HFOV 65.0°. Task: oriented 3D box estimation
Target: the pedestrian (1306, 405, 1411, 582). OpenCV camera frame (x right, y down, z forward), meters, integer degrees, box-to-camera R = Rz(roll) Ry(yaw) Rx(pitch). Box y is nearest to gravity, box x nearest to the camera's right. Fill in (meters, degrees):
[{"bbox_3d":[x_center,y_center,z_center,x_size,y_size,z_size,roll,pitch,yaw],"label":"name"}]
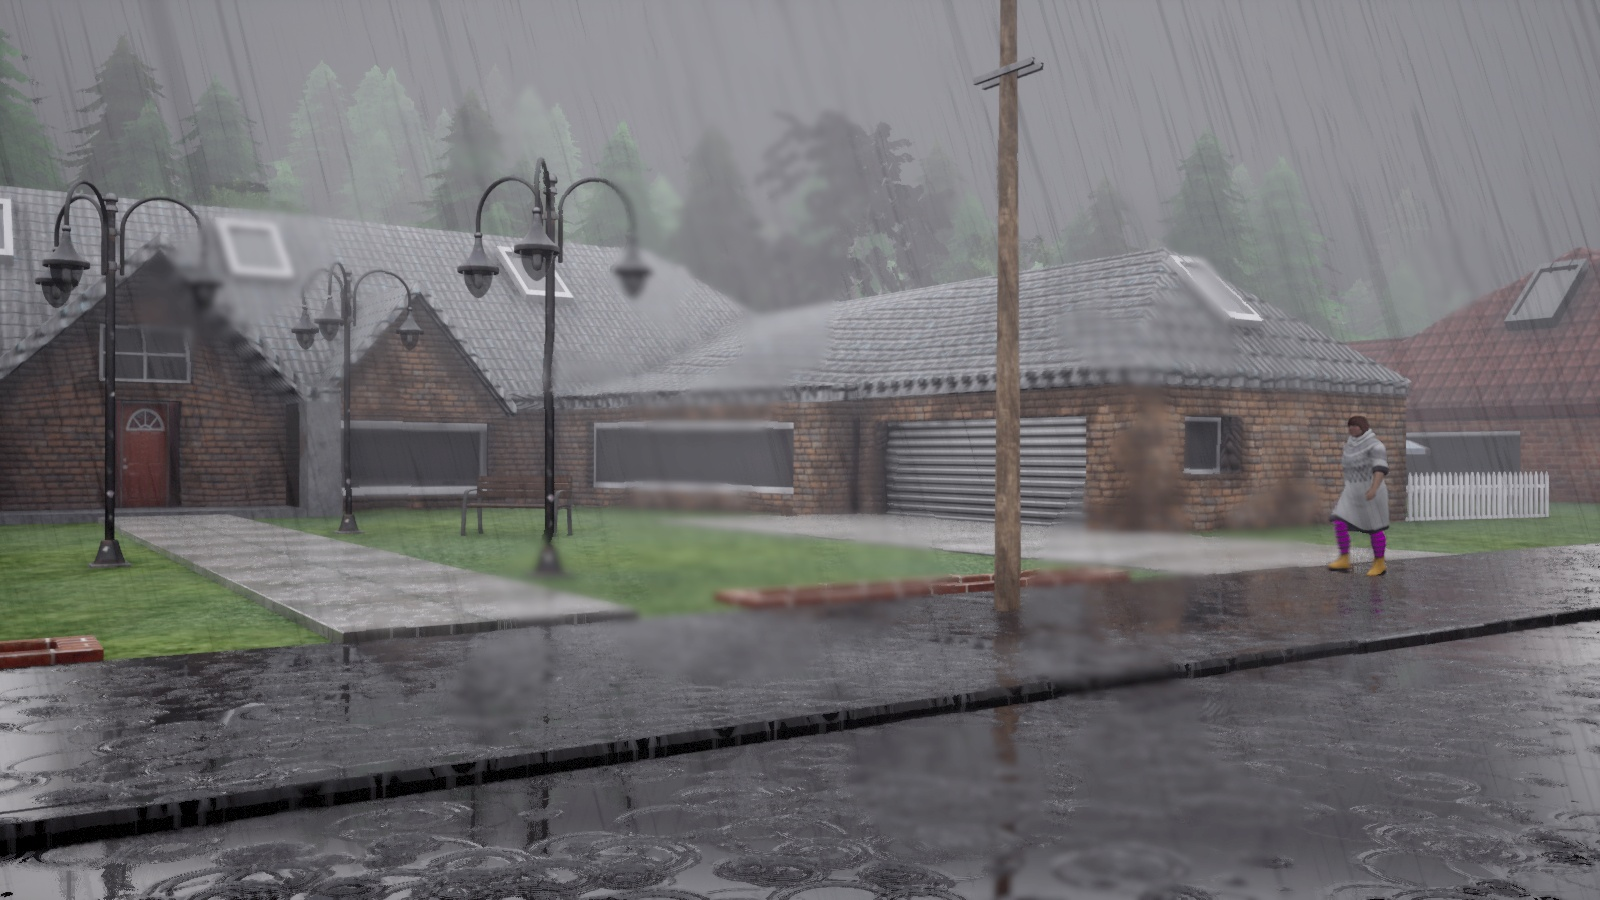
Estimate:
[{"bbox_3d":[6.343,0.476,14.284,0.873,1.952,0.659,0,0,-20],"label":"pedestrian"}]
